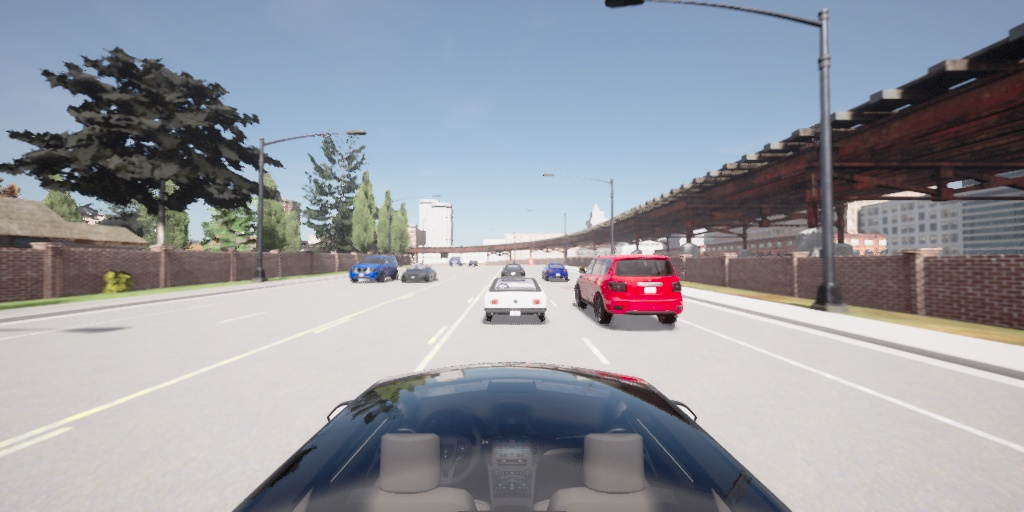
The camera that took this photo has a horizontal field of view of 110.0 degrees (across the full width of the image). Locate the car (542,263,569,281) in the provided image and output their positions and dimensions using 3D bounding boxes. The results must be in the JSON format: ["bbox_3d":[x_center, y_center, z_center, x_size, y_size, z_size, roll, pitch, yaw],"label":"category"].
[{"bbox_3d":[3.603,1.290,30.306,1.812,1.442,4.674,0,0,0],"label":"car"}]

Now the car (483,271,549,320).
[{"bbox_3d":[0.101,1.357,12.547,1.895,1.301,4.718,0,0,0],"label":"car"}]

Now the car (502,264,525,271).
[{"bbox_3d":[0.104,1.329,29.788,1.994,1.385,4.181,0,0,0],"label":"car"}]

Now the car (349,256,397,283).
[{"bbox_3d":[-10.596,0.986,27.997,2.150,2.045,5.566,0,0,0],"label":"car"}]

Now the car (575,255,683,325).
[{"bbox_3d":[3.601,0.977,12.016,2.150,2.045,5.566,0,0,0],"label":"car"}]

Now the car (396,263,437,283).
[{"bbox_3d":[-7.094,1.328,27.678,1.994,1.385,4.181,0,0,0],"label":"car"}]
